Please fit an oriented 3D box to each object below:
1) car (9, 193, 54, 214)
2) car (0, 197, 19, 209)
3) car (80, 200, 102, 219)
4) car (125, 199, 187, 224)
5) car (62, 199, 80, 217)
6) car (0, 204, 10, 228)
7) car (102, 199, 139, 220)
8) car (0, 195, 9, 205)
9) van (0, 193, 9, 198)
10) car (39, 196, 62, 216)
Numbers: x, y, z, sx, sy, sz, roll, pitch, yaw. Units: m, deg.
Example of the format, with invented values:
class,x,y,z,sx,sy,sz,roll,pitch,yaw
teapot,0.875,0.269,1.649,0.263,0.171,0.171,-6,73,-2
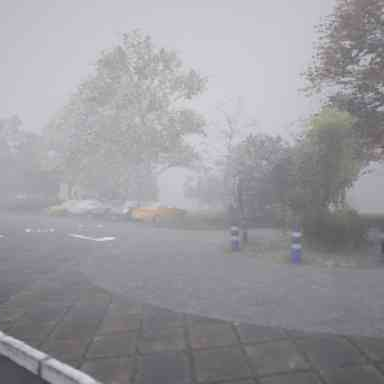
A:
class,x,y,z,sx,sy,sz,roll,pitch,yaw
car,-15.729,1.155,35.376,2.435,2.045,5.566,1,0,36
car,-24.693,1.361,41.881,2.163,1.488,4.792,0,0,36
car,-6.798,1.531,28.824,2.163,1.488,4.792,1,0,36
car,-2.399,1.548,25.662,2.097,1.535,5.008,1,0,36
car,-9.024,1.518,30.472,2.002,1.452,4.674,1,0,36
car,-12.238,1.562,16.611,2.163,1.488,4.792,1,0,36
car,-4.620,1.399,27.318,2.185,1.767,4.553,1,0,36
car,-18.006,1.412,36.958,2.163,1.488,4.792,1,0,36
van,-20.262,1.134,38.774,1.878,1.987,4.442,0,0,36
car,-11.374,1.451,31.951,1.946,1.575,5.366,1,0,36
